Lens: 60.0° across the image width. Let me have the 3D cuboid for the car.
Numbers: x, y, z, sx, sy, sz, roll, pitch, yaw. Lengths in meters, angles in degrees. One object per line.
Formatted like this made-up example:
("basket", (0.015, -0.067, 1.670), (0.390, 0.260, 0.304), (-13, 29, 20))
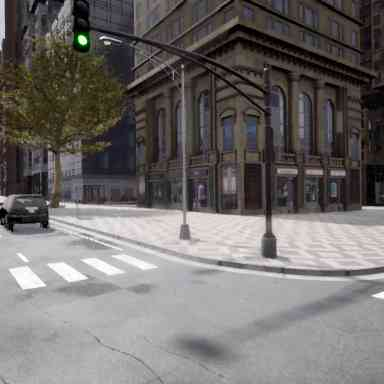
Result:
("car", (-10.510, 1.170, 20.737), (2.150, 2.045, 5.566), (-1, 1, -36))
